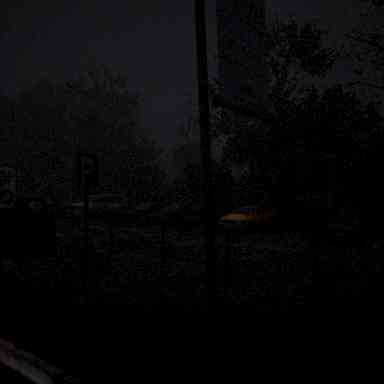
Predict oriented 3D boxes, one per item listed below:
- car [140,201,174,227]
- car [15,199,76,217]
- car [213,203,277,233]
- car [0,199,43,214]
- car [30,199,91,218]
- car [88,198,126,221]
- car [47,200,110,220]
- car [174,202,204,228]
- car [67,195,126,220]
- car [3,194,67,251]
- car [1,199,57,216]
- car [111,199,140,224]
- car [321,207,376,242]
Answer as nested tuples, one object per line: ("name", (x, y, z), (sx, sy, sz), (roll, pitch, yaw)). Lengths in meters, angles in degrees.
("car", (-0.978, 1.495, 23.367), (2.231, 1.521, 4.892), (0, 0, 35))
("car", (-14.460, 1.493, 33.151), (1.946, 1.575, 5.366), (0, 0, 35))
("car", (3.438, 1.488, 19.998), (1.946, 1.575, 5.366), (0, 0, 35))
("car", (-19.080, 1.510, 36.238), (2.163, 1.488, 4.792), (0, 0, 35))
("car", (-12.304, 1.500, 31.389), (2.097, 1.535, 5.008), (0, 0, 35))
("car", (-5.506, 1.497, 26.578), (2.097, 1.535, 5.008), (0, 0, 35))
("car", (-10.039, 1.502, 29.781), (2.231, 1.521, 4.892), (0, 0, 35))
("car", (1.299, 1.522, 21.779), (2.163, 1.488, 4.792), (0, 0, 35))
("car", (-7.790, 1.248, 28.157), (2.435, 2.045, 5.566), (0, 0, 35))
("car", (-7.857, 1.242, 12.168), (2.435, 2.045, 5.566), (0, 0, 35))
("car", (-16.844, 1.522, 34.580), (2.163, 1.488, 4.792), (0, 0, 35))
("car", (-3.242, 1.496, 24.972), (2.097, 1.535, 5.008), (0, 0, 35))
("car", (8.057, 1.517, 16.913), (2.163, 1.488, 4.792), (0, 0, 35))
